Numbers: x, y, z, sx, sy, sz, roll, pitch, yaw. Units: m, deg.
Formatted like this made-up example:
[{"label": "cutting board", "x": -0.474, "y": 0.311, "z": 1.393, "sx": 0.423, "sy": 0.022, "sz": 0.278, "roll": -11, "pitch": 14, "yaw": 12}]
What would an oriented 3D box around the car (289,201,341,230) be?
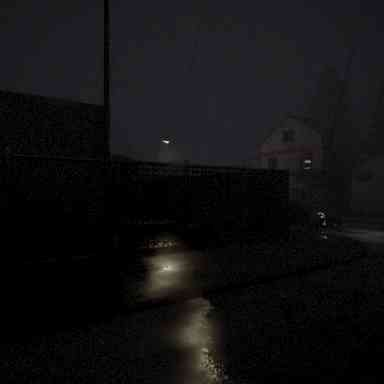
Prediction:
[{"label": "car", "x": 7.078, "y": 1.351, "z": 21.295, "sx": 2.097, "sy": 1.767, "sz": 4.553, "roll": 0, "pitch": 0, "yaw": -35}]
